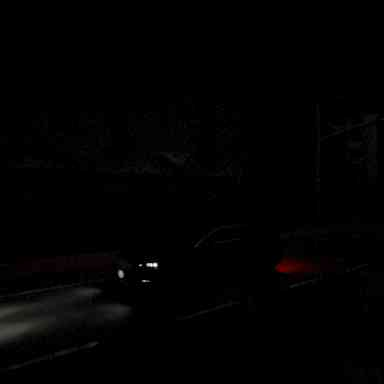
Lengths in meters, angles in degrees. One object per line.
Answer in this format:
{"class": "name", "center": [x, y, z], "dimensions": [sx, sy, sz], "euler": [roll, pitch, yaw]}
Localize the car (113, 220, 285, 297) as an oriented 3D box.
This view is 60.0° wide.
{"class": "car", "center": [0.395, 1.535, 8.793], "dimensions": [4.902, 1.511, 2.128], "euler": [0, 0, -37]}
